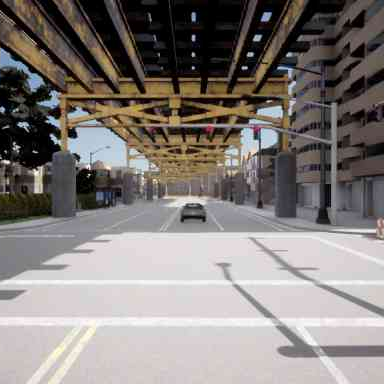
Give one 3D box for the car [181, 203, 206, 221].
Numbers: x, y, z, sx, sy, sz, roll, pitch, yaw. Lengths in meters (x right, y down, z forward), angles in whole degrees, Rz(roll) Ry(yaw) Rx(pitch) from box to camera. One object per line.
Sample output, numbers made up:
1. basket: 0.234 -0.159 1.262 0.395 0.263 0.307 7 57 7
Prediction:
1. car: 0.102 1.564 27.000 1.994 1.385 4.181 0 0 0
